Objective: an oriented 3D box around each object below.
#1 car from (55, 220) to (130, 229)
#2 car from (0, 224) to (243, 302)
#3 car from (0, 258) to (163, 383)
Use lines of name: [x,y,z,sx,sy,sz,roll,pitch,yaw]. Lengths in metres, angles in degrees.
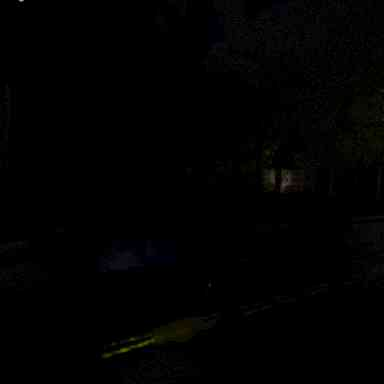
car: [-2.959,1.536,9.560,5.357,1.411,2.033,0,0,-36]
car: [-1.410,1.537,6.674,5.357,1.411,2.033,0,0,-36]
car: [-2.681,1.510,1.525,4.892,1.490,1.837,0,0,-36]
